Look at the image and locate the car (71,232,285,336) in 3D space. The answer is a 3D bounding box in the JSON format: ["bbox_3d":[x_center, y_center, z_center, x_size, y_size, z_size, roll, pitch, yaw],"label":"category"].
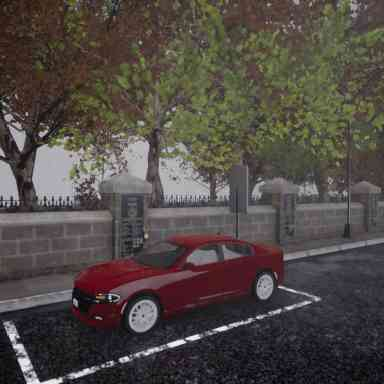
[{"bbox_3d":[-0.052,1.545,6.681,4.507,1.381,1.887,0,0,-36],"label":"car"}]
